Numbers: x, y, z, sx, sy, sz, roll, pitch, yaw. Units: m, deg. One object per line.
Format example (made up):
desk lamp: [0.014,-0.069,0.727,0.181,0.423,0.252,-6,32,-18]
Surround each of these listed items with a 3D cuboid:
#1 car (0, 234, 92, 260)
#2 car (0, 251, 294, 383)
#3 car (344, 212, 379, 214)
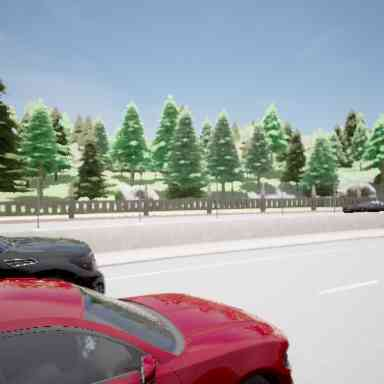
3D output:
car: [-4.195,1.224,4.921,5.566,2.045,2.150,-1,0,-34]
car: [-1.358,1.477,2.568,5.008,1.535,1.882,0,0,-33]
car: [15.914,1.544,29.827,4.718,1.301,1.895,0,0,-17]
